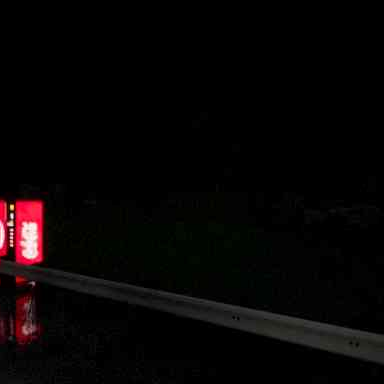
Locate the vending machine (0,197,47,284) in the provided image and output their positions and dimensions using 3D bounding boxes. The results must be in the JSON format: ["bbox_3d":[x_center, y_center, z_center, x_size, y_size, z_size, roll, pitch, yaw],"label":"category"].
[{"bbox_3d":[-4.615,1.195,8.824,0.880,2.100,1.100,0,0,33],"label":"vending machine"}]
